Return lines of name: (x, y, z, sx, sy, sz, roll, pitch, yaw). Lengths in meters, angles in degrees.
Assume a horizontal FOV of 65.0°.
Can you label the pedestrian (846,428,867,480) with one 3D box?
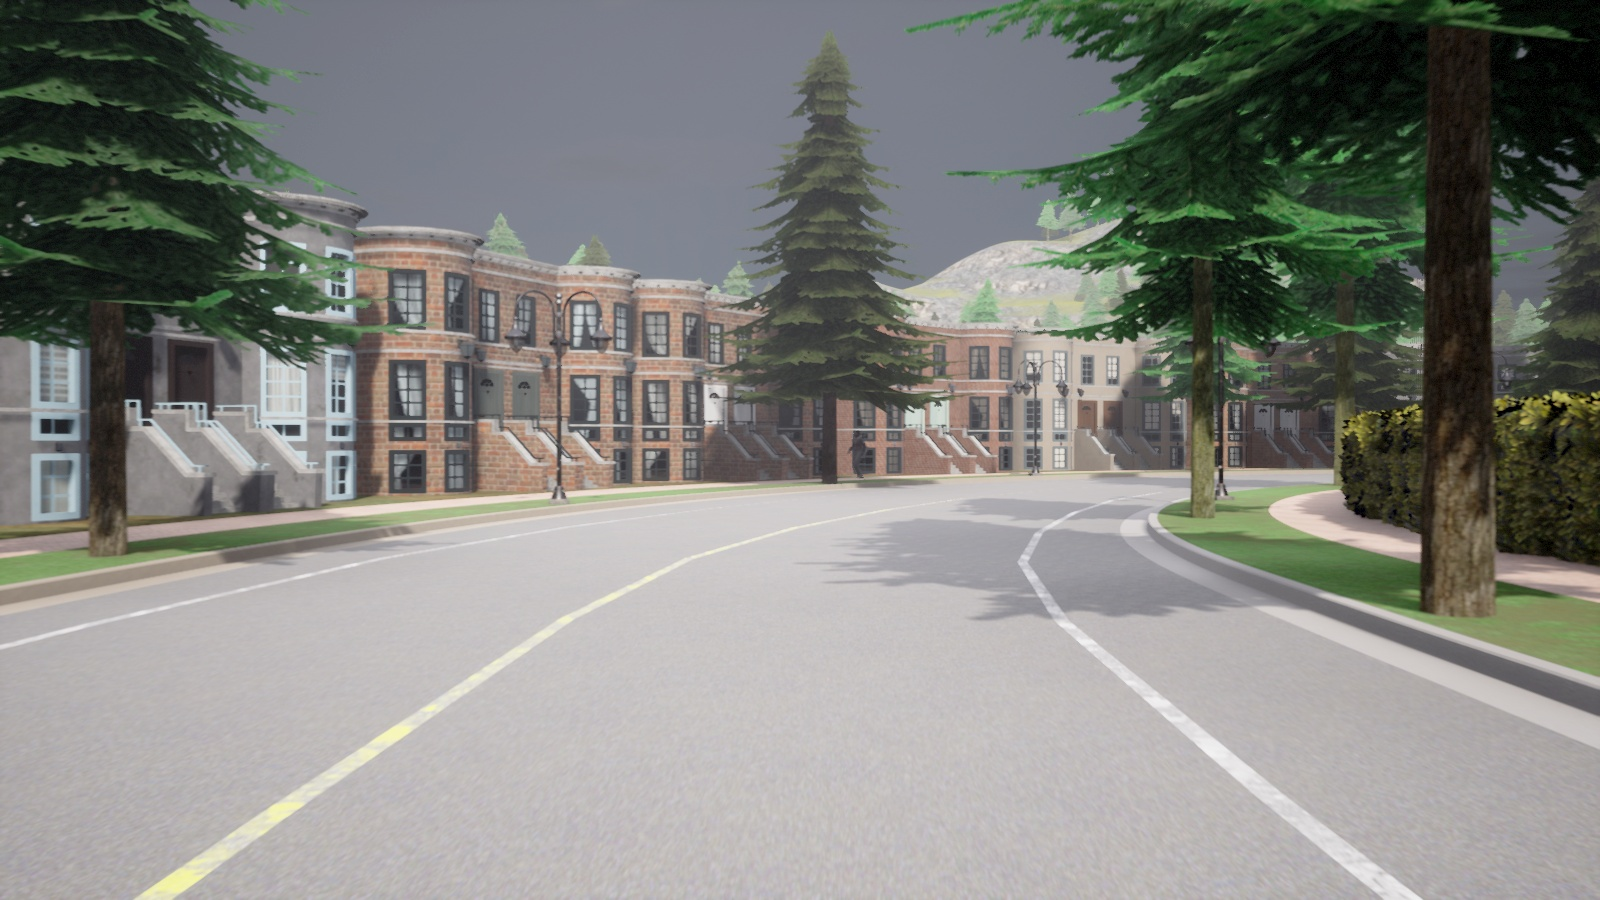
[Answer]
pedestrian: (2.102, 0.146, 46.868, 0.666, 1.930, 0.402, 0, 0, -40)
